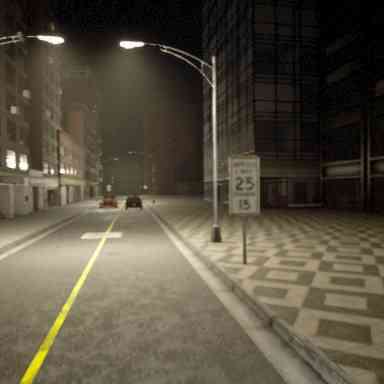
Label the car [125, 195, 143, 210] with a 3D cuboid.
[{"bbox_3d":[-6.729,1.237,38.618,1.882,1.535,5.008,-1,1,-10],"label":"car"}]

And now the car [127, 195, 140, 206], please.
[{"bbox_3d":[-8.706,1.180,49.158,1.812,1.442,4.674,-1,1,-10],"label":"car"}]

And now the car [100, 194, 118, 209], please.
[{"bbox_3d":[-10.487,1.115,42.195,2.097,1.767,4.553,-1,1,-10],"label":"car"}]
